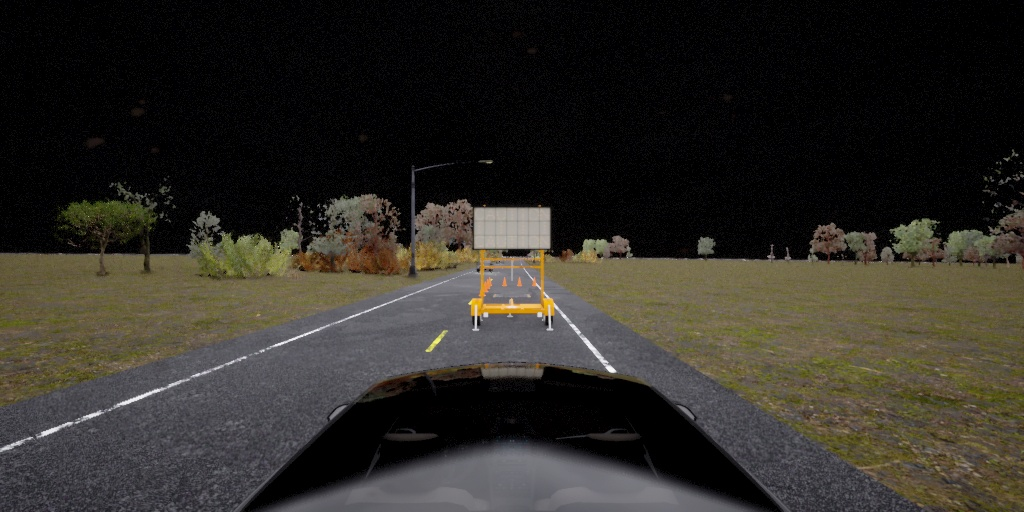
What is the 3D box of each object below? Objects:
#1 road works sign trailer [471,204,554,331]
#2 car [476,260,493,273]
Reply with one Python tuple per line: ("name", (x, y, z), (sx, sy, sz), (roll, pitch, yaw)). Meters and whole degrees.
("road works sign trailer", (0.004, 0.218, 11.040), (2.380, 3.560, 2.880), (0, 0, -1))
("car", (-3.410, 1.279, 44.916), (1.837, 1.490, 4.892), (0, 0, 0))
